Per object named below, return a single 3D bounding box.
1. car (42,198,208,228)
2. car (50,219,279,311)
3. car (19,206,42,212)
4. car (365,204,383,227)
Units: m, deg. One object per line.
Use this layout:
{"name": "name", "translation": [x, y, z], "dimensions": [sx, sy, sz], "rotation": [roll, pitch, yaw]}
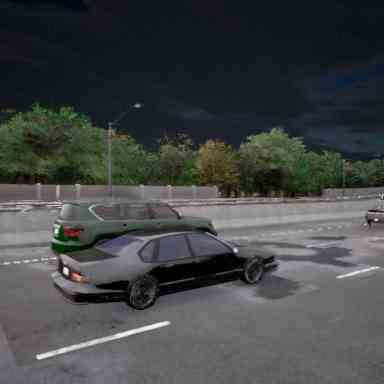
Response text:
{"name": "car", "translation": [-1.713, 1.227, 11.123], "dimensions": [5.566, 2.045, 2.150], "rotation": [0, 0, -35]}
{"name": "car", "translation": [-0.362, 1.552, 7.794], "dimensions": [5.357, 1.411, 2.033], "rotation": [0, 0, -36]}
{"name": "car", "translation": [-9.058, 1.530, 19.020], "dimensions": [4.674, 1.442, 1.812], "rotation": [0, 0, -35]}
{"name": "car", "translation": [13.273, 1.514, 21.811], "dimensions": [4.902, 1.511, 2.128], "rotation": [0, 0, -35]}
